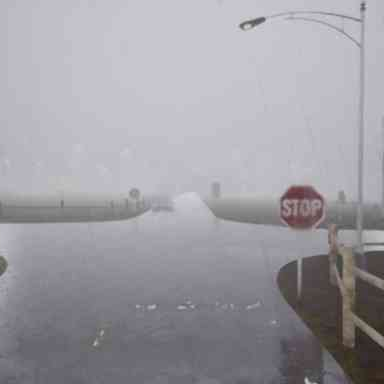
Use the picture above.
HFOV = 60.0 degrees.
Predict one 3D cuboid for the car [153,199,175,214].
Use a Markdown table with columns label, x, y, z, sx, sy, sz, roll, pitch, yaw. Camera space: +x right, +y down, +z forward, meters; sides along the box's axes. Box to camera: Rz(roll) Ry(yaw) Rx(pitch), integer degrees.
| label | x | y | z | sx | sy | sz | roll | pitch | yaw |
| --- | --- | --- | --- | --- | --- | --- | --- | --- | --- |
| car | -2.659 | 1.368 | 32.156 | 1.895 | 1.301 | 4.718 | 0 | 1 | 0 |
